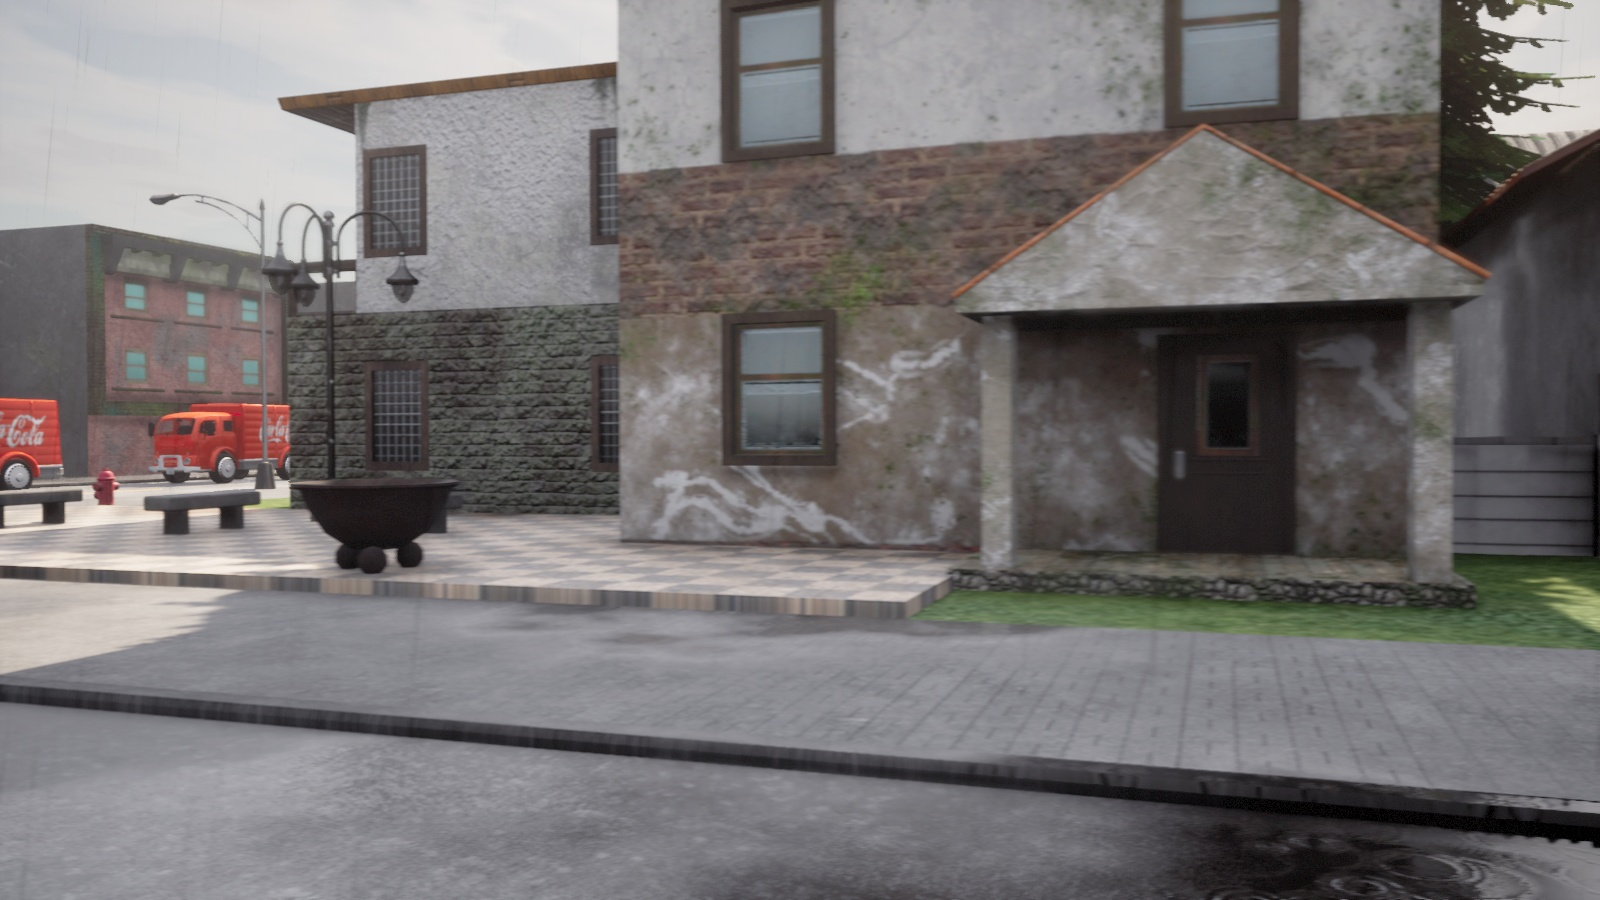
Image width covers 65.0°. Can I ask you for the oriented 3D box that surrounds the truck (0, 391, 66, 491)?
[{"bbox_3d":[-21.248,-0.226,30.778,2.627,2.467,5.204,0,1,18],"label":"truck"}]

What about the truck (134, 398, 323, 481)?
[{"bbox_3d":[-18.101,-0.364,40.111,2.627,2.467,5.204,1,1,19],"label":"truck"}]
